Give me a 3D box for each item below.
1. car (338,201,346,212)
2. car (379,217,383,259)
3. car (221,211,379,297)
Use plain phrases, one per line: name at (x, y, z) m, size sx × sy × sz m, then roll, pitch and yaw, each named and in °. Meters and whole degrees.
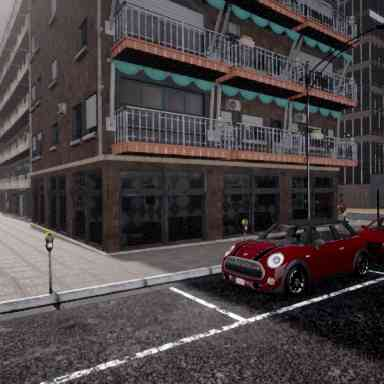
car at (16.460, 1.746, 40.560) m, size 1.967 × 1.590 × 4.097 m, roll -2°, pitch 0°, yaw -36°
car at (7.180, 1.543, 11.676) m, size 4.507 × 1.381 × 1.887 m, roll 0°, pitch -1°, yaw -35°
car at (2.679, 1.439, 8.474) m, size 4.097 × 1.590 × 1.967 m, roll 0°, pitch -1°, yaw -35°
